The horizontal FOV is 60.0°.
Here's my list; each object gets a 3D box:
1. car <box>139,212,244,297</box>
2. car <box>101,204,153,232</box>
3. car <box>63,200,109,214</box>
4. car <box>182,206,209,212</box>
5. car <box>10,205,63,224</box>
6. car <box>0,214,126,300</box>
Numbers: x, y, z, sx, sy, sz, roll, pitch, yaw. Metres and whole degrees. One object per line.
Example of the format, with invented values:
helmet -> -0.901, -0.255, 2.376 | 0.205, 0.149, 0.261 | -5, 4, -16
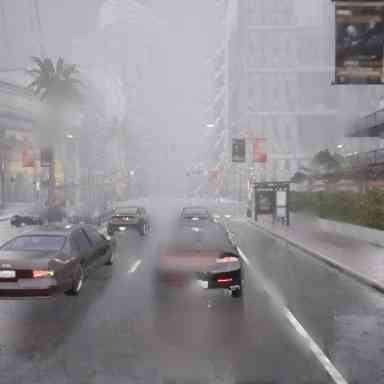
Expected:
car -> 0.145, 1.492, 8.544 | 2.128, 1.511, 4.902 | 0, 0, 0
car -> -3.323, 1.505, 18.340 | 1.837, 1.490, 4.892 | 0, 0, 0
car -> -6.905, 1.404, 23.193 | 2.097, 1.767, 4.553 | 0, 0, 0
car -> 0.174, 1.505, 17.962 | 1.837, 1.490, 4.892 | 0, 0, 0
car -> -10.405, 1.590, 23.178 | 2.033, 1.411, 5.357 | 0, 0, 0
car -> -3.362, 1.547, 8.596 | 2.033, 1.411, 5.357 | 0, 0, 0
